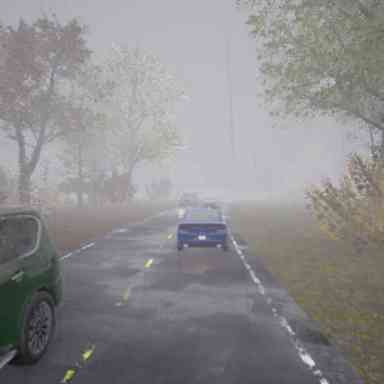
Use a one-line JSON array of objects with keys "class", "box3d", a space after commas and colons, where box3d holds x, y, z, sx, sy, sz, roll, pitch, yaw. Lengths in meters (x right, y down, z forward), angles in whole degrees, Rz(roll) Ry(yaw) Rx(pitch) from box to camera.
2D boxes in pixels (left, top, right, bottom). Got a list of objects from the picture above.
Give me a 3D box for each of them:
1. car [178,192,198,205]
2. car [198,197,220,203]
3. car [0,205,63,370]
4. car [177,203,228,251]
[{"class": "car", "box3d": [-0.330, 1.043, 43.382, 2.150, 2.045, 5.566, 0, 0, 7]}, {"class": "car", "box3d": [1.938, 1.384, 34.820, 1.812, 1.442, 4.674, 0, 0, 6]}, {"class": "car", "box3d": [-3.052, 1.207, 2.841, 2.150, 2.045, 5.566, 0, 0, 1]}, {"class": "car", "box3d": [0.444, 1.422, 13.966, 1.882, 1.535, 5.008, 0, 0, 2]}]
